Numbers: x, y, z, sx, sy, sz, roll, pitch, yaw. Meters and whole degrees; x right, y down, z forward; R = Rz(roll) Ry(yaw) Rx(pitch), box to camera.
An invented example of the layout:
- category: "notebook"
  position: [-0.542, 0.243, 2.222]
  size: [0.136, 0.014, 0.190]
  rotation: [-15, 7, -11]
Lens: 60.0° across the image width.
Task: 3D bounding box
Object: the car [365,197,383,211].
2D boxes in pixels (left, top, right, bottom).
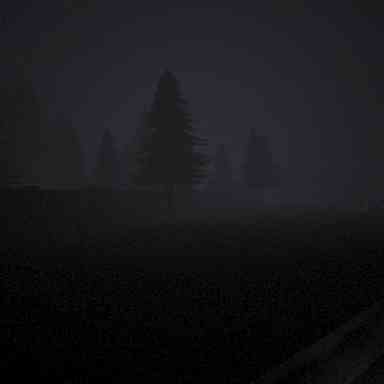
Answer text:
- category: "car"
  position: [22.709, 1.588, 40.260]
  size: [1.994, 1.385, 4.181]
  rotation: [0, 0, 20]

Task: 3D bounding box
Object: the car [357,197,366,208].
- category: "car"
  position: [26.000, 1.543, 49.622]
  size: [1.837, 1.490, 4.892]
  rotation: [0, 0, 20]
